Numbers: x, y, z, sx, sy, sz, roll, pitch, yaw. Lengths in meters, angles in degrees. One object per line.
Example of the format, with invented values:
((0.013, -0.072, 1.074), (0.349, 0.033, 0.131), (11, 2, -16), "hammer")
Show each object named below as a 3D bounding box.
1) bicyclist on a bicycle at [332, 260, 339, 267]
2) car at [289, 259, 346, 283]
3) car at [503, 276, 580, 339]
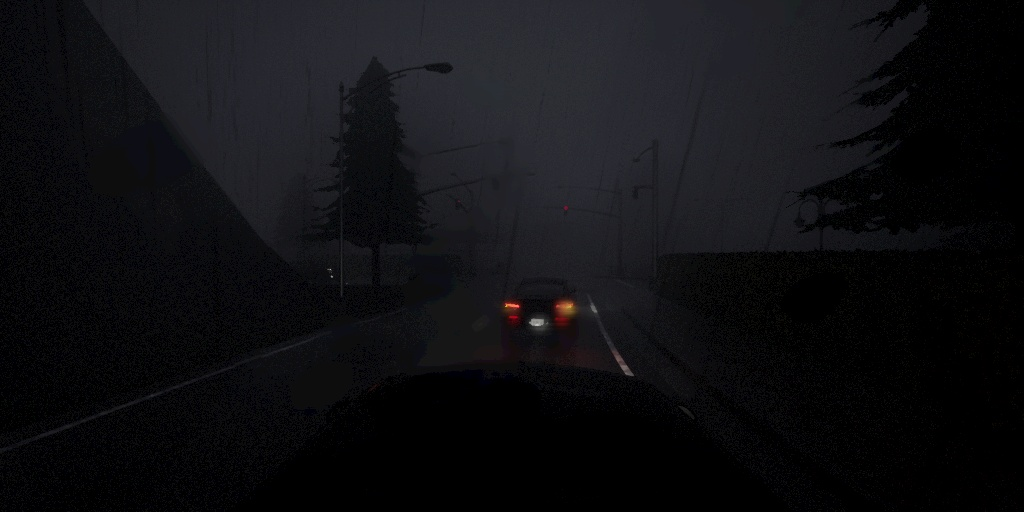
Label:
((-17.372, 1.203, 35.331), (0.582, 1.620, 1.656), (0, 0, 8), "bicyclist on a bicycle")
((-15.349, 1.102, 27.909), (4.553, 1.767, 2.097), (0, 0, 9), "car")
((0.918, 1.276, 10.056), (1.812, 1.442, 4.674), (0, 0, 9), "car")
